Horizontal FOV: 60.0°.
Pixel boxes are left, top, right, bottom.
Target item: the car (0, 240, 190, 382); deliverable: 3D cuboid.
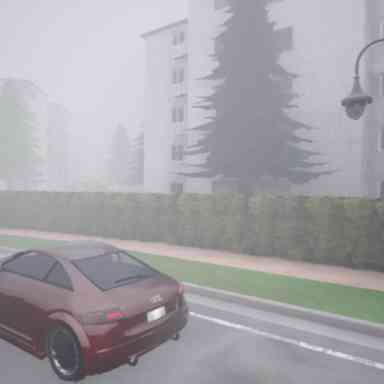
[{"bbox_3d":[-2.099,1.505,5.413,4.181,1.385,1.994,1,1,35],"label":"car"}]
